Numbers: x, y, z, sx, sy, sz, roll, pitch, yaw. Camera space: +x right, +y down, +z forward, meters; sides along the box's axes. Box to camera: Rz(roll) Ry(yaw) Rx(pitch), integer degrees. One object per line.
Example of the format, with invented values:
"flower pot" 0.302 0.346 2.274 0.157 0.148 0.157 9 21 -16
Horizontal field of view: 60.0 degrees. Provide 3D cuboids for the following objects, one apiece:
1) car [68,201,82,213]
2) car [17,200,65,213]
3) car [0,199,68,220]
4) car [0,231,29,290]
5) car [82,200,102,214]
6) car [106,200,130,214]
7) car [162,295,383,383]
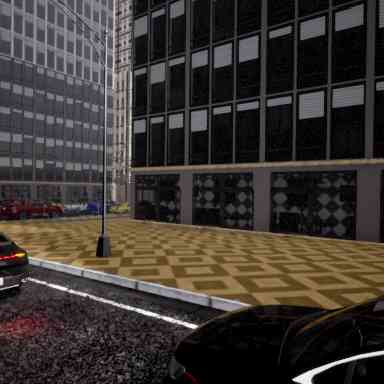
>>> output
"car" -13.181 1.793 40.699 1.895 1.301 4.718 1 0 37
"car" -17.636 1.641 39.062 1.752 1.417 4.829 1 0 37
"car" -14.173 1.518 29.675 2.192 1.841 5.009 1 0 37
"car" -5.742 1.500 7.811 4.892 1.490 1.837 0 0 36
"car" -10.076 1.730 39.511 1.882 1.535 5.008 1 0 37
"car" -7.342 1.829 38.862 1.752 1.417 4.829 1 0 37
"car" 1.974 1.505 2.267 4.892 1.490 1.837 0 0 36
